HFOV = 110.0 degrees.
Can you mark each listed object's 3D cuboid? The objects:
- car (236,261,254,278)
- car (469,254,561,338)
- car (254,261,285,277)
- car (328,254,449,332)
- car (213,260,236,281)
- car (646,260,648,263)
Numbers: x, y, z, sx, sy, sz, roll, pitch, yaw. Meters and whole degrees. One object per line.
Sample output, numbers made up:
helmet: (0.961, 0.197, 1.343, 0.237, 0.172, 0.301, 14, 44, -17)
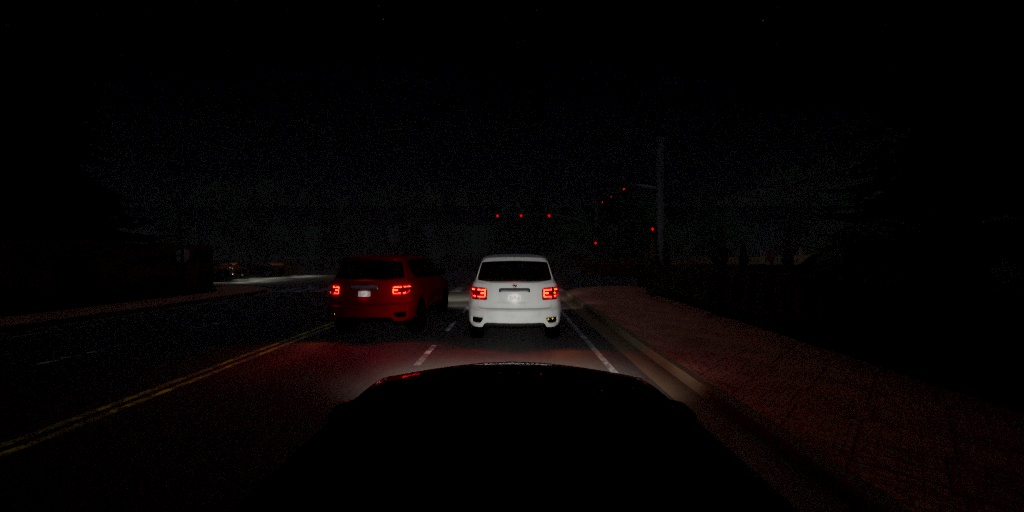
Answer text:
car: (-26.017, 1.102, 31.628, 4.553, 1.767, 2.097, 0, 0, 0)
car: (0.079, 0.971, 10.322, 2.150, 2.045, 5.566, 0, 0, 1)
car: (-24.955, 1.228, 35.119, 5.008, 1.535, 1.882, 0, 0, 0)
car: (-3.420, 0.971, 11.003, 2.150, 2.045, 5.566, 0, 0, 0)
car: (-25.077, 1.228, 28.119, 5.008, 1.535, 1.882, 0, 0, 0)
car: (19.021, 1.254, 49.025, 4.892, 1.490, 1.837, 0, 0, 0)
